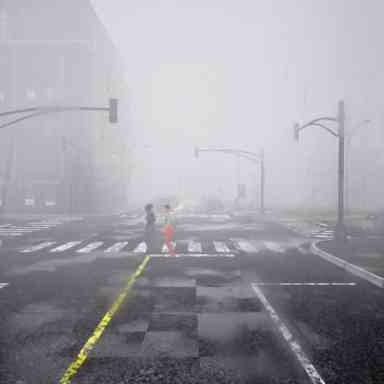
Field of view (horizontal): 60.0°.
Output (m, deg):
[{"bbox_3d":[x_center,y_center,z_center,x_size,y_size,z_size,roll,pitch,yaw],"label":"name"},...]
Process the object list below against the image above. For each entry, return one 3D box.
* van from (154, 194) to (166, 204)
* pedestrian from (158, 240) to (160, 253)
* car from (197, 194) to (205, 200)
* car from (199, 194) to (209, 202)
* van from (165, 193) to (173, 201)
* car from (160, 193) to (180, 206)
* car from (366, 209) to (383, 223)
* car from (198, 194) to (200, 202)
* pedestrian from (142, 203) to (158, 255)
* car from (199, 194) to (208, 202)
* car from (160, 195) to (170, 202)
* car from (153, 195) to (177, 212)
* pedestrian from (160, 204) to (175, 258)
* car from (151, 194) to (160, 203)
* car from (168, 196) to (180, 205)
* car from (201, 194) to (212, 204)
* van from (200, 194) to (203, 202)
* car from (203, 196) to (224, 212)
[{"bbox_3d":[-5.773,1.284,60.635,1.690,1.788,3.998,-1,0,0],"label":"van"},{"bbox_3d":[-1.469,1.290,12.429,0.375,1.860,0.375,-1,1,0],"label":"pedestrian"},{"bbox_3d":[2.575,1.311,94.553,1.967,1.590,4.097,-1,0,0],"label":"car"},{"bbox_3d":[2.564,1.363,71.969,1.967,1.590,4.097,-1,0,0],"label":"car"},{"bbox_3d":[-5.797,1.239,83.221,1.690,1.788,3.998,-1,0,0],"label":"van"},{"bbox_3d":[-3.146,1.311,49.328,2.097,1.767,4.553,0,0,0],"label":"car"},{"bbox_3d":[14.824,1.605,23.737,4.181,1.385,1.994,0,1,1],"label":"car"},{"bbox_3d":[2.578,1.488,60.678,1.887,1.381,4.507,-1,0,0],"label":"car"},{"bbox_3d":[-1.515,1.290,11.834,0.375,1.860,0.375,-1,1,0],"label":"pedestrian"},{"bbox_3d":[2.564,1.351,77.615,1.967,1.590,4.097,-1,0,0],"label":"car"},{"bbox_3d":[-5.782,1.467,71.927,1.887,1.381,4.507,-1,0,0],"label":"car"},{"bbox_3d":[-3.140,1.450,39.316,1.882,1.535,5.008,0,0,0],"label":"car"},{"bbox_3d":[-0.778,1.291,11.229,0.375,1.860,0.375,-1,1,0],"label":"pedestrian"},{"bbox_3d":[-5.763,1.518,54.990,1.947,1.339,4.313,-1,0,0],"label":"car"},{"bbox_3d":[-3.143,1.509,59.380,1.994,1.385,4.181,0,0,0],"label":"car"},{"bbox_3d":[2.595,1.407,43.740,1.967,1.590,4.097,-1,0,0],"label":"car"},{"bbox_3d":[2.582,1.293,55.032,1.690,1.788,3.998,-1,0,0],"label":"van"},{"bbox_3d":[2.603,1.519,38.095,1.887,1.381,4.507,-1,0,0],"label":"car"}]
